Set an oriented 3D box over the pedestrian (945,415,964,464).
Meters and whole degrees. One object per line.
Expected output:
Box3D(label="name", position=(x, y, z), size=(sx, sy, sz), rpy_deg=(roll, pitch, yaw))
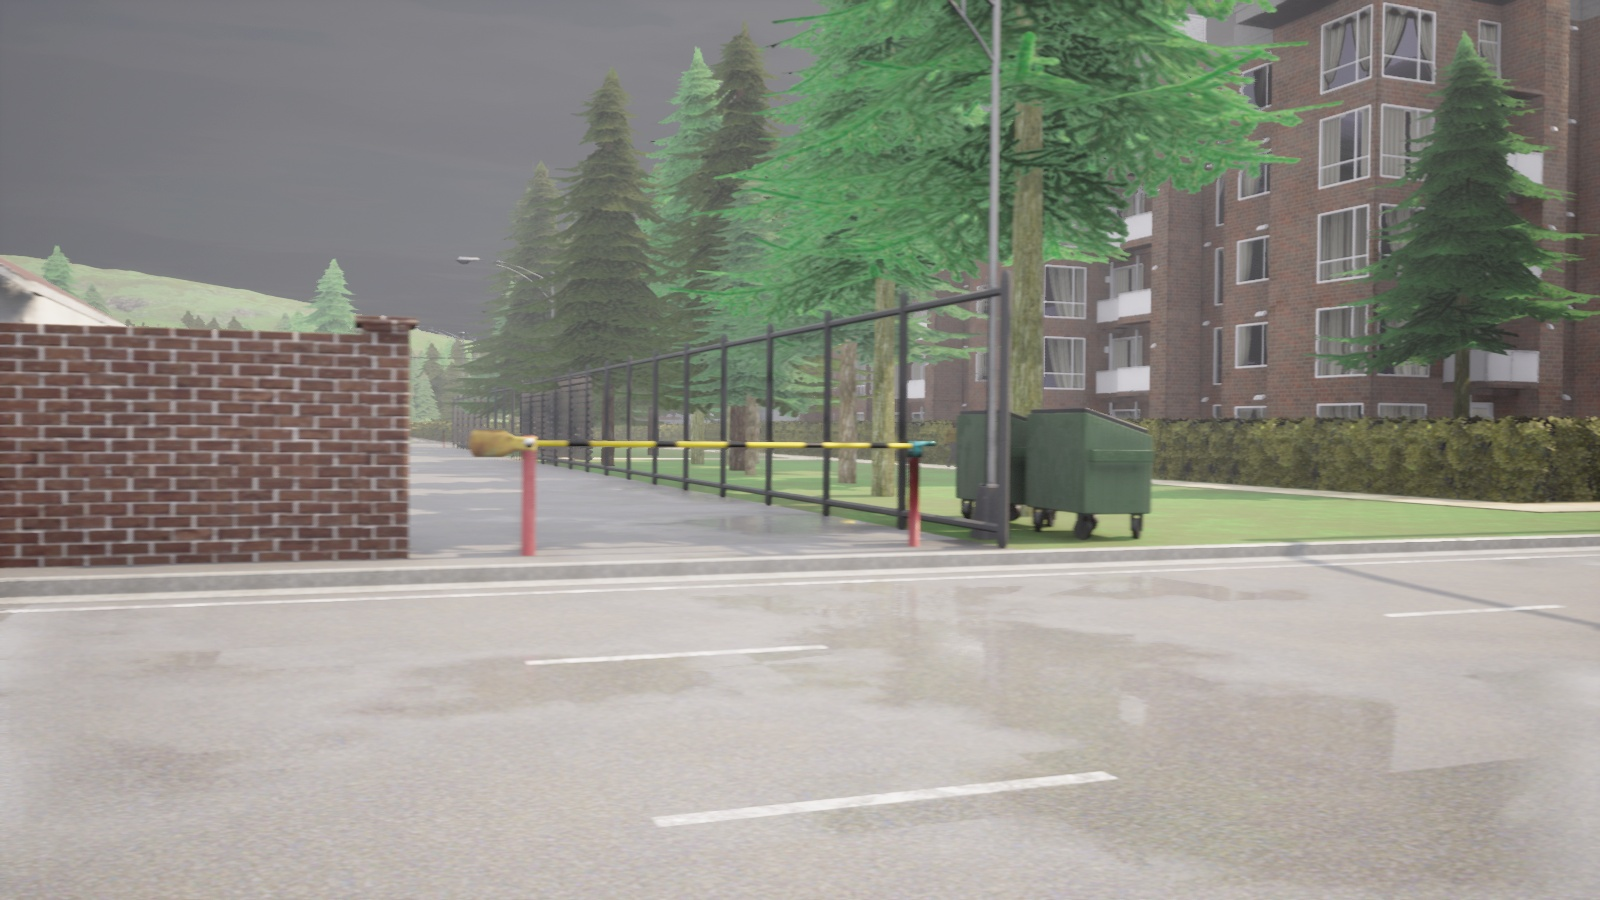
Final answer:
Box3D(label="pedestrian", position=(5.732, -0.394, 46.645), size=(0.370, 1.835, 0.726), rpy_deg=(-1, 1, -23))
